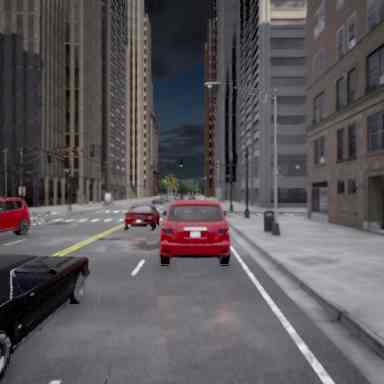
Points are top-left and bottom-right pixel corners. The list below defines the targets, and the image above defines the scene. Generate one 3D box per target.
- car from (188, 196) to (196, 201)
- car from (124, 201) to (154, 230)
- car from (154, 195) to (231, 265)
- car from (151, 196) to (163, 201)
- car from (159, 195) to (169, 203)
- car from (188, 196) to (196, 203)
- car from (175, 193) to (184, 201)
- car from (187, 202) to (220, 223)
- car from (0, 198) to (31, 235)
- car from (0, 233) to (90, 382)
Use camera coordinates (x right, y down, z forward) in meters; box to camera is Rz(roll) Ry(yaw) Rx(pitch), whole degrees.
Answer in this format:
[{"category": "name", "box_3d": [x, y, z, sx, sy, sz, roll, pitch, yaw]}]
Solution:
[{"category": "car", "box_3d": [-0.039, 1.736, 88.389, 2.033, 1.411, 5.357, 0, 0, 0]}, {"category": "car", "box_3d": [-3.199, 1.569, 21.990, 1.882, 1.535, 5.008, 0, 0, -2]}, {"category": "car", "box_3d": [0.095, 1.275, 11.962, 2.150, 2.045, 5.566, 0, 0, 0]}, {"category": "car", "box_3d": [-6.549, 1.789, 62.884, 2.033, 1.411, 5.357, 0, 0, 1]}, {"category": "car", "box_3d": [-6.534, 1.654, 78.299, 2.097, 1.767, 4.553, 0, 0, 0]}, {"category": "car", "box_3d": [-0.034, 1.794, 77.968, 1.837, 1.490, 4.892, 0, 0, 0]}, {"category": "car", "box_3d": [-3.288, 1.421, 88.420, 2.150, 2.045, 5.566, 0, 0, 0]}, {"category": "car", "box_3d": [1.050, 1.640, 27.976, 1.812, 1.442, 4.674, 0, 0, 14]}, {"category": "car", "box_3d": [-9.831, 1.292, 15.827, 2.150, 2.045, 5.566, 0, -1, 0]}, {"category": "car", "box_3d": [-3.152, 1.625, 5.210, 1.895, 1.301, 4.718, 0, 0, 0]}]
